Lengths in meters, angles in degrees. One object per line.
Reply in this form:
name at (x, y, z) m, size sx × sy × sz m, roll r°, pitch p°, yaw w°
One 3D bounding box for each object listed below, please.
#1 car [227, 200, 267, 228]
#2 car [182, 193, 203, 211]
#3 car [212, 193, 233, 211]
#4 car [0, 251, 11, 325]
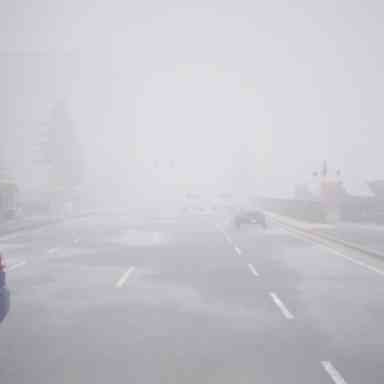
car at (3.544, 1.474, 21.379) m, size 1.812 × 1.442 × 4.674 m, roll 0°, pitch 0°, yaw 0°
car at (0.071, 1.125, 38.597) m, size 2.150 × 2.045 × 5.566 m, roll 0°, pitch 0°, yaw 0°
car at (3.576, 1.127, 39.222) m, size 2.150 × 2.045 × 5.566 m, roll 0°, pitch 0°, yaw 0°
car at (-3.562, 1.217, 2.261) m, size 2.150 × 2.045 × 5.566 m, roll 0°, pitch 0°, yaw 1°
